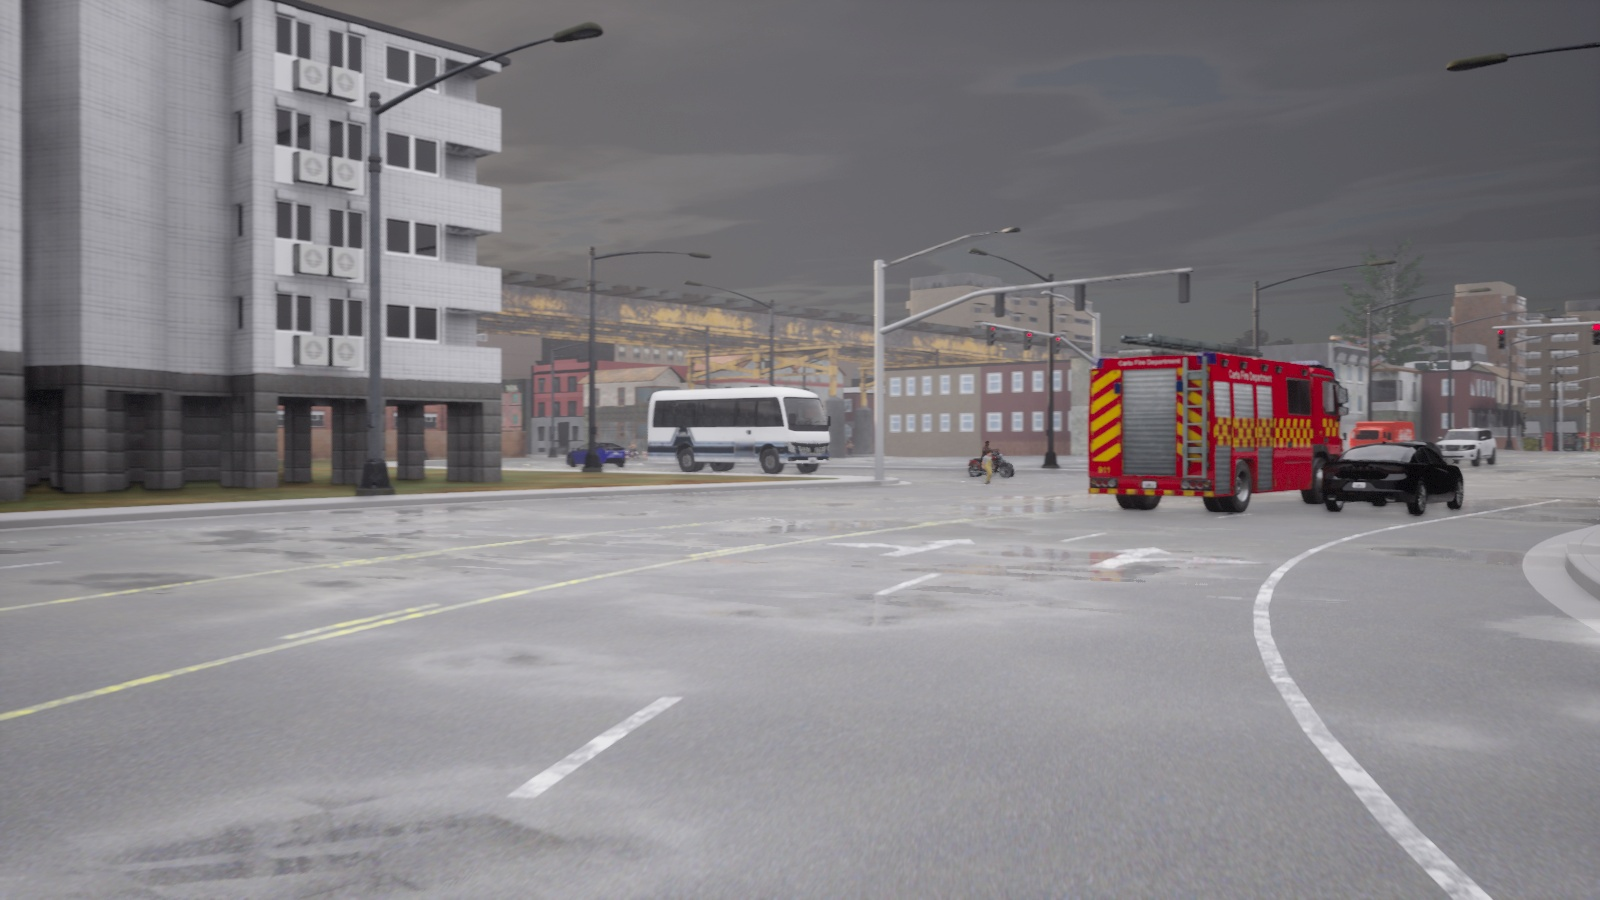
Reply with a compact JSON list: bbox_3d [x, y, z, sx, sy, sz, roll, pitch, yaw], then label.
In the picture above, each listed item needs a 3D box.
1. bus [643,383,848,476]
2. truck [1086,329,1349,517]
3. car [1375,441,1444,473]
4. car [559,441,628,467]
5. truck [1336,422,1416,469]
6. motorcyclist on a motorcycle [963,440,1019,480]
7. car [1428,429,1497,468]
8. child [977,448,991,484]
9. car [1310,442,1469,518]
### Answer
[{"bbox_3d":[-2.862,-0.991,62.778,10.273,4.253,3.944,1,1,40],"label":"bus"},{"bbox_3d":[10.072,-0.566,29.605,2.891,3.827,8.468,0,0,41],"label":"truck"},{"bbox_3d":[30.186,0.325,62.094,1.837,1.490,4.892,0,1,41],"label":"car"},{"bbox_3d":[-12.584,0.238,76.199,2.007,1.525,4.514,0,0,-42],"label":"car"},{"bbox_3d":[31.811,-0.291,69.247,2.627,2.467,5.204,0,1,41],"label":"truck"},{"bbox_3d":[8.094,0.410,53.398,2.350,1.649,0.766,1,1,45],"label":"motorcyclist on a motorcycle"},{"bbox_3d":[36.713,-0.132,69.522,2.150,2.045,5.566,0,1,41],"label":"car"},{"bbox_3d":[6.610,0.576,45.089,0.270,1.263,0.437,0,0,-40],"label":"child"},{"bbox_3d":[13.118,0.592,27.760,1.882,1.535,5.008,0,0,41],"label":"car"}]
